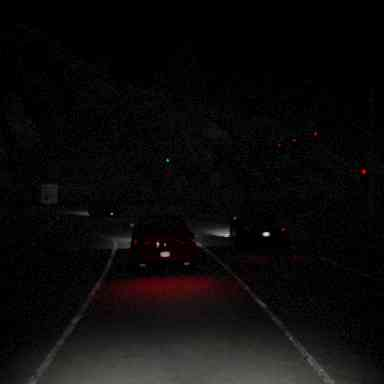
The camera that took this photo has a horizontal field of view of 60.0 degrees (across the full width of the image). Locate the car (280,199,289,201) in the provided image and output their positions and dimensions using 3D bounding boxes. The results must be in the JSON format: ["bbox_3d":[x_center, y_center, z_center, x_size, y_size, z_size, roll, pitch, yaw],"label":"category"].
[{"bbox_3d":[17.616,1.553,57.316,4.718,1.301,1.895,0,0,-11],"label":"car"}]

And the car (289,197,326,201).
[{"bbox_3d":[19.176,1.497,54.071,5.357,1.411,2.033,0,0,-11],"label":"car"}]

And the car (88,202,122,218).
[{"bbox_3d":[-8.220,1.617,30.953,1.895,1.301,4.718,0,0,-33],"label":"car"}]

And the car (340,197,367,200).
[{"bbox_3d":[22.432,1.448,47.602,4.892,1.490,1.837,0,0,-11],"label":"car"}]

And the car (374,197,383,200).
[{"bbox_3d":[32.246,1.518,60.225,4.718,1.301,1.895,0,0,-11],"label":"car"}]

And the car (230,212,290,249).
[{"bbox_3d":[2.799,1.558,14.477,1.994,1.385,4.181,0,0,0],"label":"car"}]

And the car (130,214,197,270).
[{"bbox_3d":[-1.051,1.480,11.136,1.882,1.535,5.008,0,0,-8],"label":"car"}]
